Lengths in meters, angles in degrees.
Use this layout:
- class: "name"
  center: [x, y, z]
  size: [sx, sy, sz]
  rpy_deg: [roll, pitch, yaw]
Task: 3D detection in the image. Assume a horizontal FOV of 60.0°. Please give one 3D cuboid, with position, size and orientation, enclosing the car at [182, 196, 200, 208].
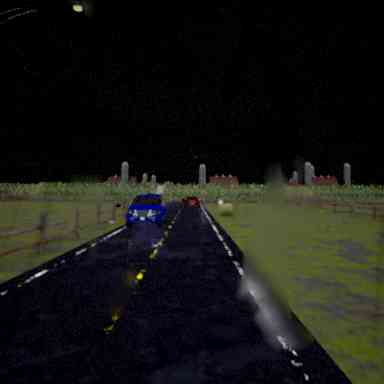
- class: "car"
  center: [0.053, 1.338, 45.052]
  size: [1.882, 1.535, 5.008]
  rpy_deg: [0, 0, 1]

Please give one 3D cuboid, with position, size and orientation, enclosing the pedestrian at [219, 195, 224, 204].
- class: "pedestrian"
  center: [2.827, 1.207, 32.257]
  size: [0.375, 1.860, 0.375]
  rpy_deg: [1, -1, -3]

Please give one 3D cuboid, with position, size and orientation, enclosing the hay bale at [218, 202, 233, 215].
- class: "hay bale"
  center: [3.118, 1.563, 31.149]
  size: [1.220, 1.180, 1.240]
  rpy_deg: [-1, -1, 0]

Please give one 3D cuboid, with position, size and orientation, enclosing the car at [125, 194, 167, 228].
- class: "car"
  center: [-2.848, 1.158, 21.866]
  size: [2.150, 2.045, 5.566]
  rpy_deg: [0, 0, 0]
